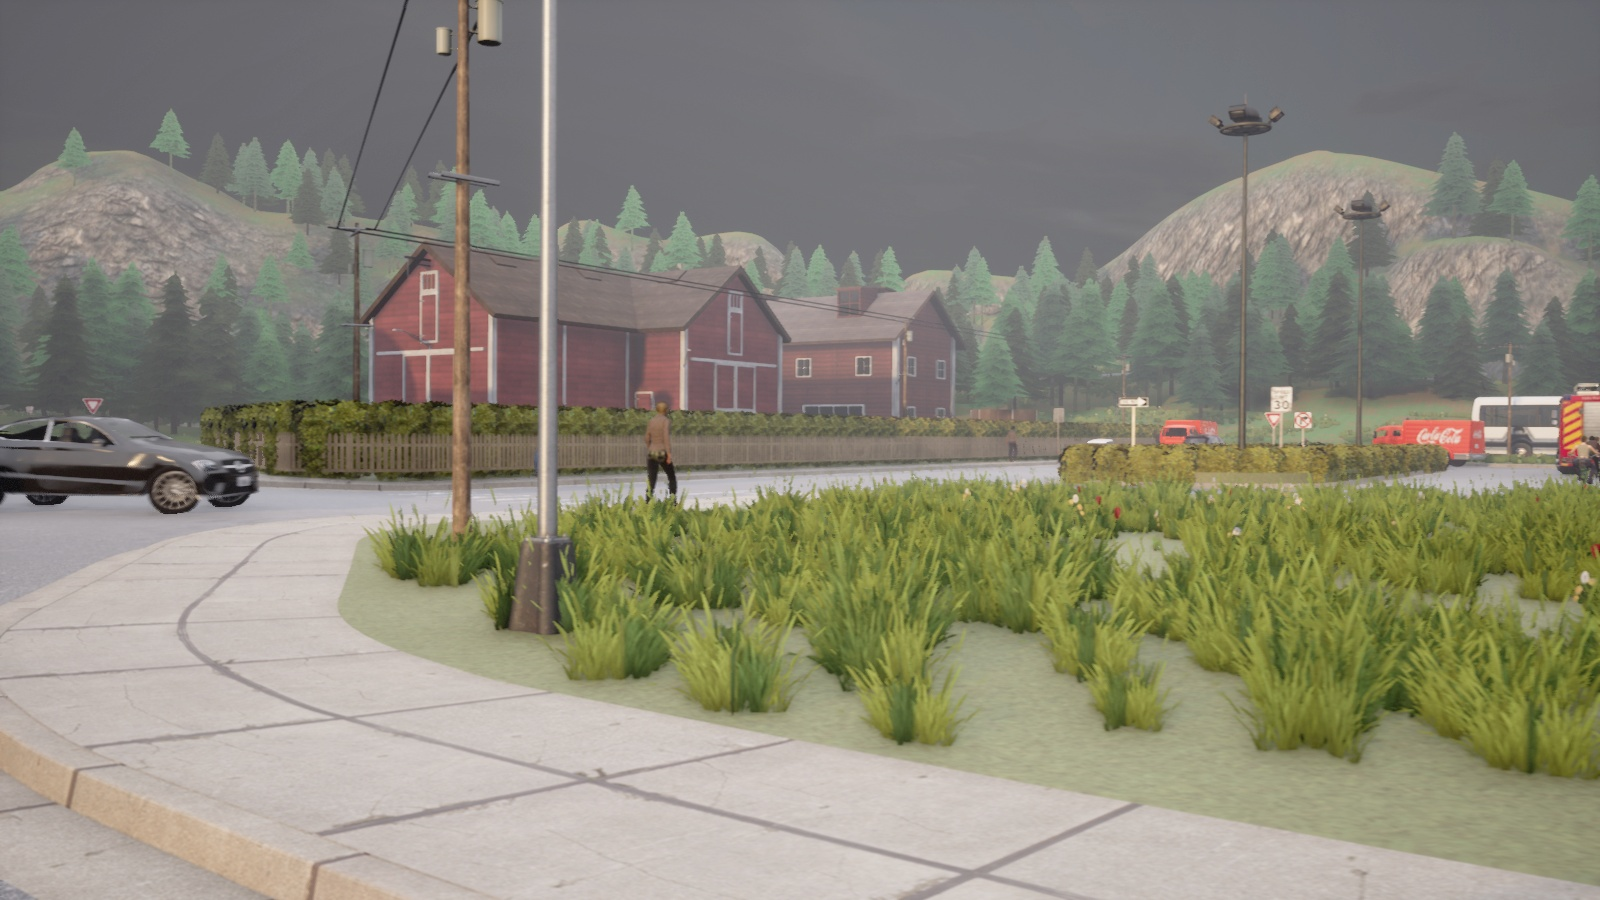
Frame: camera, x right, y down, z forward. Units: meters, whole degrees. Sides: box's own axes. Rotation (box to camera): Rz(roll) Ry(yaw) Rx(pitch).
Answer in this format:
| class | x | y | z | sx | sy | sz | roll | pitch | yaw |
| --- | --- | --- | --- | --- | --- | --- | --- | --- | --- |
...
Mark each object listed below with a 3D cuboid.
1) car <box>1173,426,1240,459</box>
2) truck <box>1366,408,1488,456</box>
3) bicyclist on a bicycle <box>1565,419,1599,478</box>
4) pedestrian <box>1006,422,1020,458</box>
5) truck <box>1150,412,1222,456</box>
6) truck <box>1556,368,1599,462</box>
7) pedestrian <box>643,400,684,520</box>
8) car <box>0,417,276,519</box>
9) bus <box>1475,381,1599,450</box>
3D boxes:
| class | x | y | z | sx | sy | sz | roll | pitch | yaw |
| --- | --- | --- | --- | --- | --- | --- | --- | --- | --- |
| car | 21.073 | -0.381 | 65.026 | 2.033 | 1.649 | 4.856 | 0 | 1 | 34 |
| truck | 33.318 | -0.953 | 66.826 | 2.627 | 2.467 | 5.204 | -1 | 1 | -43 |
| bicyclist on a bicycle | 23.129 | -0.051 | 37.032 | 0.866 | 1.612 | 1.509 | 0 | 4 | 35 |
| pedestrian | 10.659 | -0.513 | 62.831 | 0.328 | 1.805 | 0.869 | 0 | 1 | 35 |
| truck | 22.695 | -0.924 | 73.741 | 2.627 | 2.467 | 5.204 | 0 | 1 | 34 |
| truck | 34.832 | -1.500 | 54.922 | 2.891 | 3.827 | 8.468 | 0 | 1 | 30 |
| pedestrian | -2.135 | 0.146 | 19.691 | 0.331 | 1.846 | 0.634 | 0 | 1 | 27 |
| car | -12.090 | 0.287 | 21.828 | 5.027 | 1.651 | 2.152 | -1 | 1 | 1 |
| bus | 48.980 | -2.177 | 79.834 | 10.273 | 4.253 | 3.944 | 0 | 1 | 34 |
